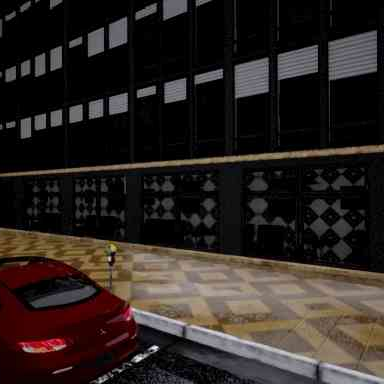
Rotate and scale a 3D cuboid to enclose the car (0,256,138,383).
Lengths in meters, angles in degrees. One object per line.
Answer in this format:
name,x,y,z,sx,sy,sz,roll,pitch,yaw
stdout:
car,-2.593,1.582,4.675,4.206,1.307,1.802,0,0,35
